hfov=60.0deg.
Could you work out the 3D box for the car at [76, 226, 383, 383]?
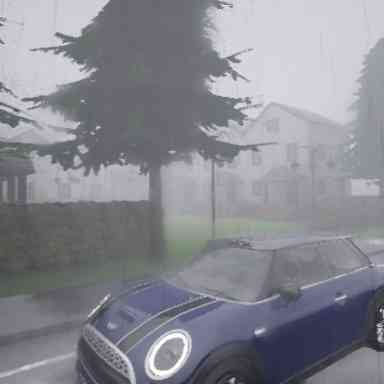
[{"bbox_3d":[0.829,1.405,4.623,4.553,1.767,2.097,0,-1,-37],"label":"car"}]
